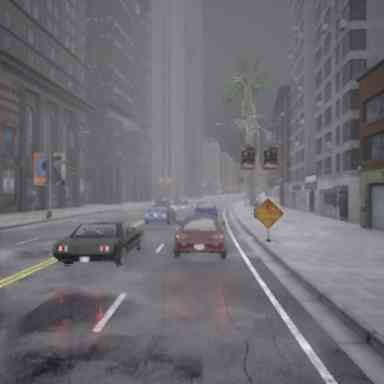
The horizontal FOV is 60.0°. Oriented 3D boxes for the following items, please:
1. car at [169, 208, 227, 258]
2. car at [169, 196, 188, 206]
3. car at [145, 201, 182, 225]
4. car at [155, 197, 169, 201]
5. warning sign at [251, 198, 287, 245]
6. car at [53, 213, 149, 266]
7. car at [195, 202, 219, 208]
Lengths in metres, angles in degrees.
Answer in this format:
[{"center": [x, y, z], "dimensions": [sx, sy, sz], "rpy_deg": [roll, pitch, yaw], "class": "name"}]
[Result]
[{"center": [0.354, 1.584, 12.930], "dimensions": [1.812, 1.442, 4.674], "rpy_deg": [0, 0, 3], "class": "car"}, {"center": [-1.979, 1.495, 57.931], "dimensions": [2.097, 1.767, 4.553], "rpy_deg": [0, 0, 9], "class": "car"}, {"center": [-2.284, 1.640, 25.071], "dimensions": [2.033, 1.411, 5.357], "rpy_deg": [0, 0, 5], "class": "car"}, {"center": [-5.197, 1.624, 58.415], "dimensions": [1.882, 1.535, 5.008], "rpy_deg": [0, 0, 9], "class": "car"}, {"center": [3.159, 1.177, 13.789], "dimensions": [1.300, 1.860, 1.060], "rpy_deg": [0, -1, 2], "class": "warning sign"}, {"center": [-2.960, 1.654, 11.723], "dimensions": [1.895, 1.301, 4.718], "rpy_deg": [0, 0, 3], "class": "car"}, {"center": [1.250, 1.575, 28.192], "dimensions": [1.882, 1.535, 5.008], "rpy_deg": [0, 0, 5], "class": "car"}]
